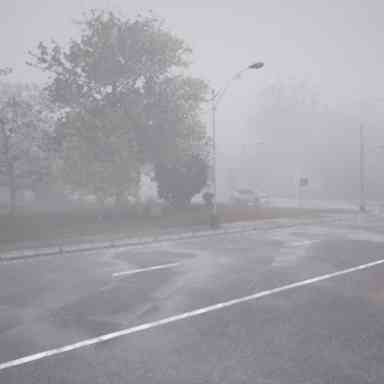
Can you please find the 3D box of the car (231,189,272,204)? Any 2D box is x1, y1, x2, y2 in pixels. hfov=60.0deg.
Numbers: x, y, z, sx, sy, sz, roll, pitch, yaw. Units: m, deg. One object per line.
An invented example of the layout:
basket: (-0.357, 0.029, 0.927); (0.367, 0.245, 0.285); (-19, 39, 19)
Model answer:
car: (7.961, 0.595, 43.988); (2.150, 2.045, 5.566); (-2, 1, -37)

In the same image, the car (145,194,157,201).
car: (-7.180, 0.993, 63.893); (1.895, 1.301, 4.718); (-1, 1, -37)

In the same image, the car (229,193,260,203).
car: (7.798, 0.830, 49.966); (1.812, 1.442, 4.674); (-2, 1, -37)
